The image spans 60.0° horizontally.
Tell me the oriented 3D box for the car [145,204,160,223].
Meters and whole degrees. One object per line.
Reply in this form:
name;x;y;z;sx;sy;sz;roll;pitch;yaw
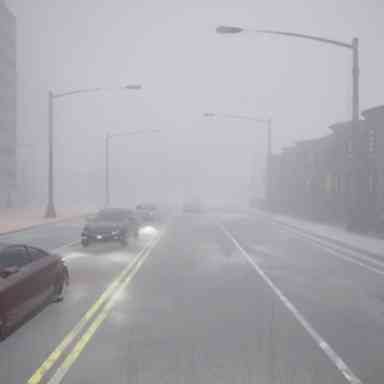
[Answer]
car;-3.566;1.606;25.500;1.895;1.301;4.718;0;0;0

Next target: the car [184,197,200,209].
car;0.018;1.502;47.206;2.128;1.511;4.902;0;0;0

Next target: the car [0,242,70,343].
car;-3.598;1.565;5.432;1.994;1.385;4.181;0;0;0

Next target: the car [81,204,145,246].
car;-3.595;1.508;15.365;1.837;1.490;4.892;0;0;0

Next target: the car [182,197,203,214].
car;0.007;1.533;35.182;1.812;1.442;4.674;0;0;0
